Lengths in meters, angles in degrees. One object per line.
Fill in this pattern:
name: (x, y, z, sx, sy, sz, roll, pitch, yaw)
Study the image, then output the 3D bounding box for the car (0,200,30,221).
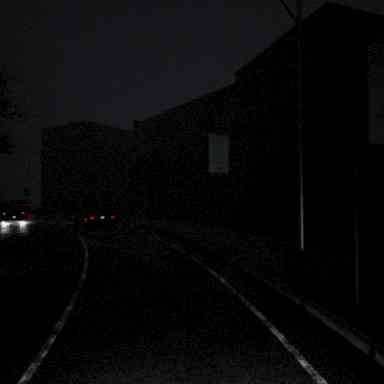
car: (-15.592, 1.561, 27.674, 2.033, 1.411, 5.357, 1, 0, -45)

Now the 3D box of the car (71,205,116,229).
car: (-6.645, 1.587, 22.122, 2.033, 1.411, 5.357, 0, 0, -31)

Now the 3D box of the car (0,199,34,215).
car: (-19.178, 1.558, 35.271, 4.902, 1.511, 2.128, -1, -1, 35)
